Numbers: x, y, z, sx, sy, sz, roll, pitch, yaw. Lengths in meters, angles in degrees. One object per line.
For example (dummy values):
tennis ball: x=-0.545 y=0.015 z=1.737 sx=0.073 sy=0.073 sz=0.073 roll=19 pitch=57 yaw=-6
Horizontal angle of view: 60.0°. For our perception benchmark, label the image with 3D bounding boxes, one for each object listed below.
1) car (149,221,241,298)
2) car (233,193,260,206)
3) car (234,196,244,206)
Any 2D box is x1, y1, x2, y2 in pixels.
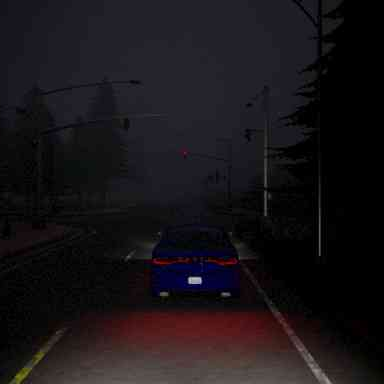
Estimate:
car: x=0.079 y=1.478 z=8.597 sx=1.882 sy=1.535 sz=5.008 roll=0 pitch=0 yaw=1
car: x=8.549 y=1.146 z=52.059 sx=3.866 sy=1.878 sz=1.905 roll=0 pitch=0 yaw=0
car: x=8.958 y=1.144 z=49.548 sx=4.605 sy=1.855 sz=1.932 roll=0 pitch=0 yaw=0
